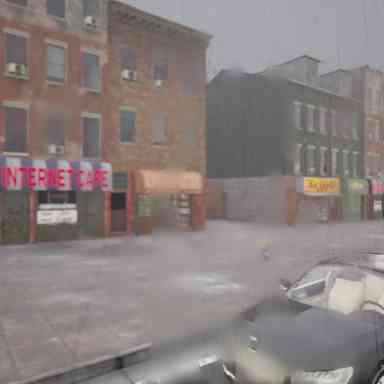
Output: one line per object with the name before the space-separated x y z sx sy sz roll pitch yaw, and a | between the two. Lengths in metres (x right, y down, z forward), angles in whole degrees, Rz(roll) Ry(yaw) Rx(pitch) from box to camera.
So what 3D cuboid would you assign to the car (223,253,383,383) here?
car | 2.391 1.593 4.517 4.403 1.369 2.008 1 -1 -35
